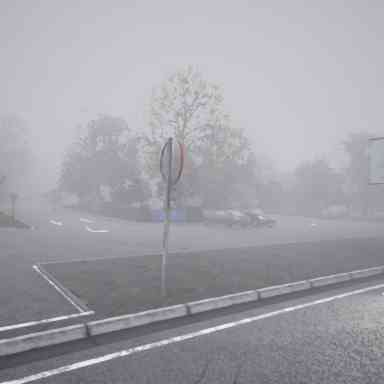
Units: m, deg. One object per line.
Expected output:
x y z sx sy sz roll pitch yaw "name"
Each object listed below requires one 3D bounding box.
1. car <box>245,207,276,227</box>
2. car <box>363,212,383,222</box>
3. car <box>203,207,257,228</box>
5.467 2.211 30.407 2.185 1.767 4.553 3 -2 -35 "car"
25.351 3.397 44.389 2.002 1.452 4.674 3 -2 -35 "car"
2.915 2.245 28.518 2.002 1.452 4.674 3 -2 -36 "car"
